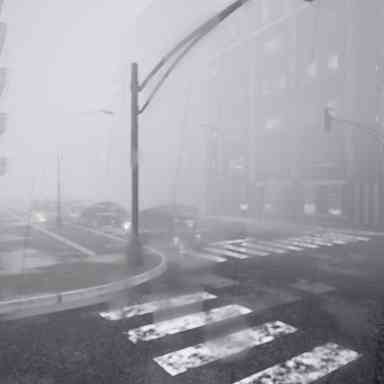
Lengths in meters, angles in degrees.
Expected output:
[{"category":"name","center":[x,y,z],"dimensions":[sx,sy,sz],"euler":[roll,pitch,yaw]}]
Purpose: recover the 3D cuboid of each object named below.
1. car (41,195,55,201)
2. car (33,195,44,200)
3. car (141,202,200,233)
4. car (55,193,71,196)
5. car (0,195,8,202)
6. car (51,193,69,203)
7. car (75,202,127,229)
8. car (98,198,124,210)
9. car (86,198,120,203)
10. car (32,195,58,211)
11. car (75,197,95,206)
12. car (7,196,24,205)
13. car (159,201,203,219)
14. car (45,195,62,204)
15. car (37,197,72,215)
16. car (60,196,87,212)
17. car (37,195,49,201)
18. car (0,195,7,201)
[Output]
[{"category":"car","center":[-33.440,1.413,77.216],"dimensions":[2.008,1.369,4.403],"euler":[0,0,-35]},{"category":"car","center":[-39.891,1.371,86.572],"dimensions":[1.887,1.381,4.507],"euler":[0,0,-35]},{"category":"car","center":[-1.479,1.588,20.662],"dimensions":[2.128,1.511,4.902],"euler":[0,0,-35]},{"category":"car","center":[-19.905,1.311,53.022],"dimensions":[2.097,1.767,4.553],"euler":[0,0,-35]},{"category":"car","center":[-40.337,1.464,72.457],"dimensions":[1.802,1.307,4.206],"euler":[0,0,-35]},{"category":"car","center":[-26.987,1.213,67.859],"dimensions":[2.192,1.841,5.009],"euler":[0,0,-35]},{"category":"car","center":[-6.285,1.632,22.848],"dimensions":[1.887,1.381,4.507],"euler":[0,0,-35]},{"category":"car","center":[-10.955,1.519,44.609],"dimensions":[1.752,1.417,4.829],"euler":[0,0,-35]},{"category":"car","center":[-7.349,1.537,29.178],"dimensions":[1.882,1.535,5.008],"euler":[0,0,-34]},{"category":"car","center":[-17.755,1.455,39.710],"dimensions":[1.967,1.590,4.097],"euler":[0,0,-35]},{"category":"car","center":[-17.406,1.480,53.965],"dimensions":[1.752,1.417,4.829],"euler":[0,0,-35]},{"category":"car","center":[-30.660,1.504,58.422],"dimensions":[1.947,1.339,4.313],"euler":[0,0,-35]},{"category":"car","center":[-1.097,1.598,30.497],"dimensions":[1.887,1.381,4.507],"euler":[0,0,-35]},{"category":"car","center":[-25.547,1.403,61.203],"dimensions":[1.882,1.535,5.008],"euler":[0,0,-35]},{"category":"car","center":[-14.529,1.586,35.032],"dimensions":[2.008,1.369,4.403],"euler":[0,0,-35]},{"category":"car","center":[-13.336,1.570,37.872],"dimensions":[2.033,1.411,5.357],"euler":[0,0,-35]},{"category":"car","center":[-36.762,1.369,82.034],"dimensions":[1.752,1.417,4.829],"euler":[0,0,-35]},{"category":"car","center":[-46.789,1.413,81.813],"dimensions":[1.947,1.339,4.313],"euler":[0,0,-35]}]
